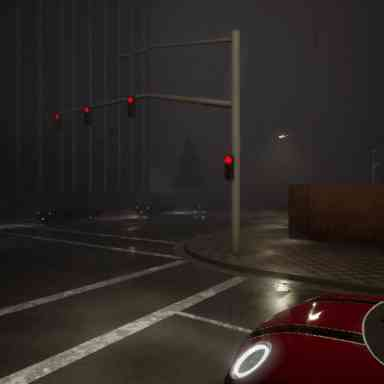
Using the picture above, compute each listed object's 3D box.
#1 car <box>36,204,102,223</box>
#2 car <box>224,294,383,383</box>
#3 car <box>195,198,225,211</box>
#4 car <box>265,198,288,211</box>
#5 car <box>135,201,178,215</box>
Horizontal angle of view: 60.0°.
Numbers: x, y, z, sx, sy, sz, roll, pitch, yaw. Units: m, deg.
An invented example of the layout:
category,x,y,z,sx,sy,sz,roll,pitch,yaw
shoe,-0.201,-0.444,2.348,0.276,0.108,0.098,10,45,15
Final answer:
category,x,y,z,sx,sy,sz,roll,pitch,yaw
car,-9.319,1.601,25.455,1.895,1.301,4.718,0,0,35
car,2.449,1.352,2.211,4.553,1.767,2.097,0,0,36
car,2.306,1.491,41.820,2.128,1.511,4.902,0,0,36
car,10.746,1.492,41.332,2.128,1.511,4.902,0,0,36
car,-3.538,1.601,33.610,1.895,1.301,4.718,0,0,35
